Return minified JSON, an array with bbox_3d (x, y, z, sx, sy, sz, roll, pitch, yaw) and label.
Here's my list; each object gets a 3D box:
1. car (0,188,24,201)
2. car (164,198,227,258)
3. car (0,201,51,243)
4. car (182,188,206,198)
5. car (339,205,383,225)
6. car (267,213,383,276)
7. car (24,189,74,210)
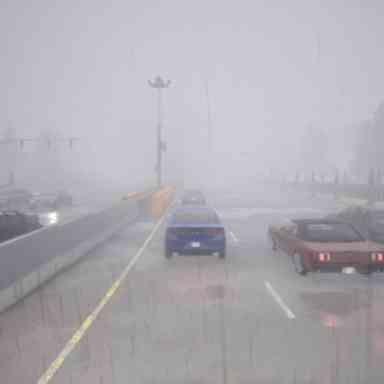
[{"bbox_3d":[-14.039,0.459,25.776,1.837,1.490,4.892,0,3,1],"label":"car"},{"bbox_3d":[0.102,1.225,11.778,1.882,1.535,5.008,0,2,0],"label":"car"},{"bbox_3d":[-7.096,1.312,11.420,2.033,1.411,5.357,0,2,0],"label":"car"},{"bbox_3d":[0.155,0.380,28.104,1.994,1.385,4.181,0,3,0],"label":"car"},{"bbox_3d":[7.103,1.228,13.210,2.033,1.411,5.357,0,3,0],"label":"car"},{"bbox_3d":[3.602,1.428,9.828,1.895,1.301,4.718,0,2,0],"label":"car"},{"bbox_3d":[-10.540,0.503,25.365,1.812,1.442,4.674,0,3,0],"label":"car"}]
